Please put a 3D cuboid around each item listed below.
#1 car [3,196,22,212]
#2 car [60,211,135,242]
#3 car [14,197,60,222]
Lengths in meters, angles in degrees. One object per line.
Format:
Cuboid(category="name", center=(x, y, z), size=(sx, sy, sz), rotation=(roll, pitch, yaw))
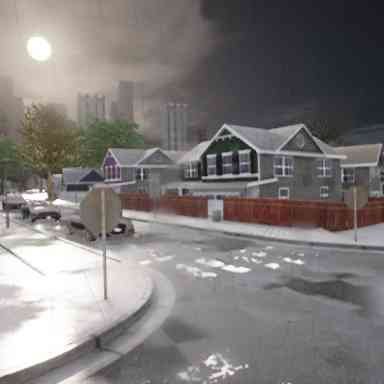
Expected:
Cuboid(category="car", center=(-17.848, 1.107, 33.597), size=(1.882, 1.535, 5.008), rotation=(-2, 2, -34))
Cuboid(category="car", center=(-4.394, 1.418, 15.666), size=(1.994, 1.385, 4.181), rotation=(-2, 2, -39))
Cuboid(category="car", center=(-11.090, 1.297, 24.146), size=(2.033, 1.411, 5.357), rotation=(-2, 2, -37))
